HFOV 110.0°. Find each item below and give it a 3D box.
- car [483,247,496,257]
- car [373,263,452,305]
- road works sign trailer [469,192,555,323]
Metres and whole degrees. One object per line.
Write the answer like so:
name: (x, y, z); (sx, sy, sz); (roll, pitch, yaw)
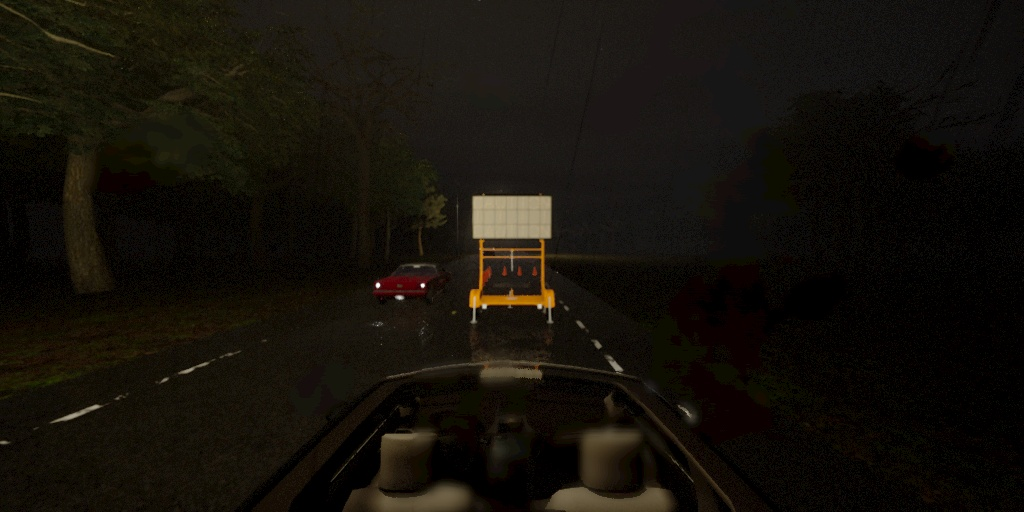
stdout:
car: (-3.549, -0.714, 55.845); (1.882, 1.535, 5.008); (0, 2, 0)
car: (-3.592, 0.953, 13.699); (1.895, 1.301, 4.718); (0, 2, 0)
road works sign trailer: (0.002, -0.085, 10.818); (2.380, 3.560, 2.880); (0, 0, 0)
